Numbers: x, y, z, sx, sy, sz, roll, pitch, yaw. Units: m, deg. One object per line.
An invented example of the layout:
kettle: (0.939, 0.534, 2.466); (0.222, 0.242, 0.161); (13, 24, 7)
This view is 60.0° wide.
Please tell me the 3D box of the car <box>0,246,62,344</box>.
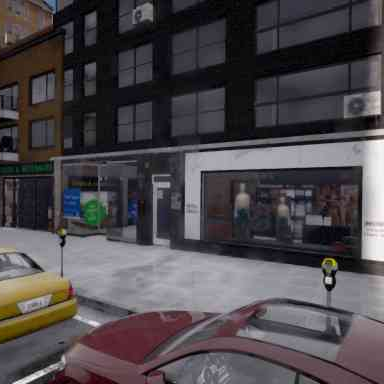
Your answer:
car: (-4.065, 1.523, 5.977); (4.829, 1.417, 1.752); (0, 1, 36)

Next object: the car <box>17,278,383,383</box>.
car: (0.621, 1.582, 2.634); (4.206, 1.307, 1.802); (0, 1, 36)
